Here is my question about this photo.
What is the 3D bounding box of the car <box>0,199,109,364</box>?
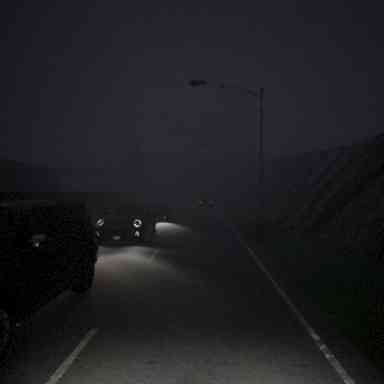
[{"bbox_3d":[-3.403,1.183,5.883,2.150,2.045,5.566,0,0,2],"label":"car"}]

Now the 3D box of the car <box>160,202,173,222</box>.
[{"bbox_3d":[-2.593,1.496,25.847,1.994,1.385,4.181,0,0,2],"label":"car"}]

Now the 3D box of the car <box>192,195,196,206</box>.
[{"bbox_3d":[1.162,1.263,54.470,2.097,1.767,4.553,0,0,-6],"label":"car"}]

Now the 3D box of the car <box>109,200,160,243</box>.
[{"bbox_3d":[-3.001,1.298,15.886,2.097,1.767,4.553,0,0,2],"label":"car"}]

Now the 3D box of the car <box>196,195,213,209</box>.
[{"bbox_3d":[1.751,1.460,44.272,1.812,1.442,4.674,0,0,1],"label":"car"}]
